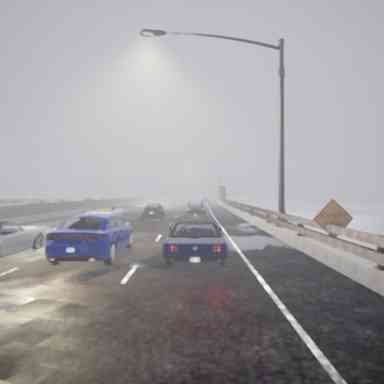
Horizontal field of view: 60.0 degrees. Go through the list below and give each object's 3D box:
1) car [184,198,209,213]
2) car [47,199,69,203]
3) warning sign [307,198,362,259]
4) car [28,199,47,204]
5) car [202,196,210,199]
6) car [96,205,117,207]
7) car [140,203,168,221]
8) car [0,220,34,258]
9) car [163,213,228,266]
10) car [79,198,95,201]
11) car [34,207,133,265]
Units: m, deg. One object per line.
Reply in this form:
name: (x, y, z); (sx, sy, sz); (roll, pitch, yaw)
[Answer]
car: (0.326, 1.560, 27.834); (2.128, 1.511, 4.902); (0, 0, 1)
car: (-20.246, 1.709, 51.664); (1.994, 1.385, 4.181); (0, 0, 2)
warning sign: (4.577, 1.139, 10.805); (1.300, 1.860, 1.060); (-1, -1, 0)
car: (-23.746, 1.710, 51.615); (1.994, 1.385, 4.181); (0, 0, 2)
car: (2.726, 1.717, 70.332); (1.837, 1.490, 4.892); (0, 0, 2)
car: (-6.707, 1.665, 26.464); (1.895, 1.301, 4.718); (0, 0, 1)
car: (-3.161, 1.634, 28.439); (1.994, 1.385, 4.181); (0, 0, 1)
car: (-6.885, 1.625, 11.514); (1.895, 1.301, 4.718); (0, 0, 1)
car: (0.116, 1.626, 11.573); (1.895, 1.301, 4.718); (0, 0, 1)
car: (-16.697, 1.628, 52.985); (1.882, 1.535, 5.008); (0, 0, 2)
car: (-3.381, 1.503, 11.839); (1.882, 1.535, 5.008); (0, 0, 1)
